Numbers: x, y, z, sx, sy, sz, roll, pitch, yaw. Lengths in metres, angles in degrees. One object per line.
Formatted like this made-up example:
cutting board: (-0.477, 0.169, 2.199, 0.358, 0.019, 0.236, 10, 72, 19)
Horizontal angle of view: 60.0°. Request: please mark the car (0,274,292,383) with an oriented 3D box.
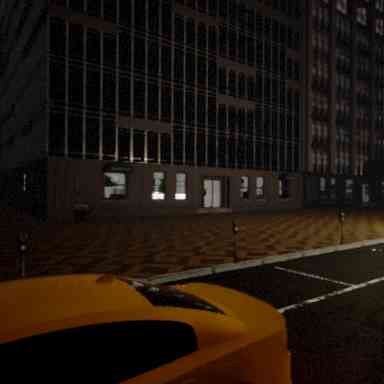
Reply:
car: (-1.414, 1.478, 2.372, 5.008, 1.535, 1.882, 0, 0, -36)
